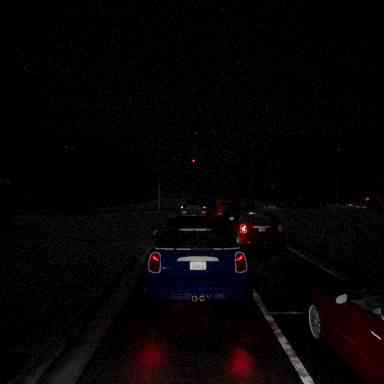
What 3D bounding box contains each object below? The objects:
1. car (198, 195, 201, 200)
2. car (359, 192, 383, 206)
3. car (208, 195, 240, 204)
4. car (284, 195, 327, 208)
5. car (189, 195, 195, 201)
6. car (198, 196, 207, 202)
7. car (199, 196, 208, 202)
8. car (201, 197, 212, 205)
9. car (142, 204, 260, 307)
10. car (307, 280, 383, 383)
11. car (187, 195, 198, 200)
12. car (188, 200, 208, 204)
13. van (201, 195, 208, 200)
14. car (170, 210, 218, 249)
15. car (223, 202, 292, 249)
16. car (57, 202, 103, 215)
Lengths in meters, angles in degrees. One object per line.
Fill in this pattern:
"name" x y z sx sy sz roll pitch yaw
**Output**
"car" 2.631 1.366 56.953 2.192 1.841 5.009 -1 0 0
"car" 22.527 0.764 39.884 4.553 1.767 2.097 -1 1 0
"car" 2.628 1.323 25.186 2.192 1.841 5.009 -1 0 0
"car" 13.575 1.132 39.883 4.892 1.490 1.837 -1 1 0
"car" 0.011 1.661 89.577 1.812 1.442 4.674 0 0 0
"car" 2.637 1.664 83.985 1.887 1.381 4.507 -1 0 0
"car" 2.636 1.654 78.579 2.008 1.369 4.403 -1 0 0
"car" 2.635 1.645 62.359 1.802 1.307 4.206 -1 0 0
"car" 0.070 1.352 8.130 2.097 1.767 4.553 0 0 -1
"car" 2.629 1.581 3.576 1.802 1.307 4.206 -1 0 0
"car" 0.110 1.559 64.830 2.128 1.511 4.902 0 0 0
"car" 0.105 1.572 25.477 1.994 1.385 4.181 0 0 -1
"van" 2.631 1.382 51.547 1.690 1.788 3.998 -1 0 0
"car" 0.096 1.603 15.465 1.895 1.301 4.718 0 0 0
"car" 2.629 1.441 14.381 1.967 1.590 4.097 -1 0 0
"car" -12.458 1.826 36.926 4.902 1.511 2.128 -2 1 1
